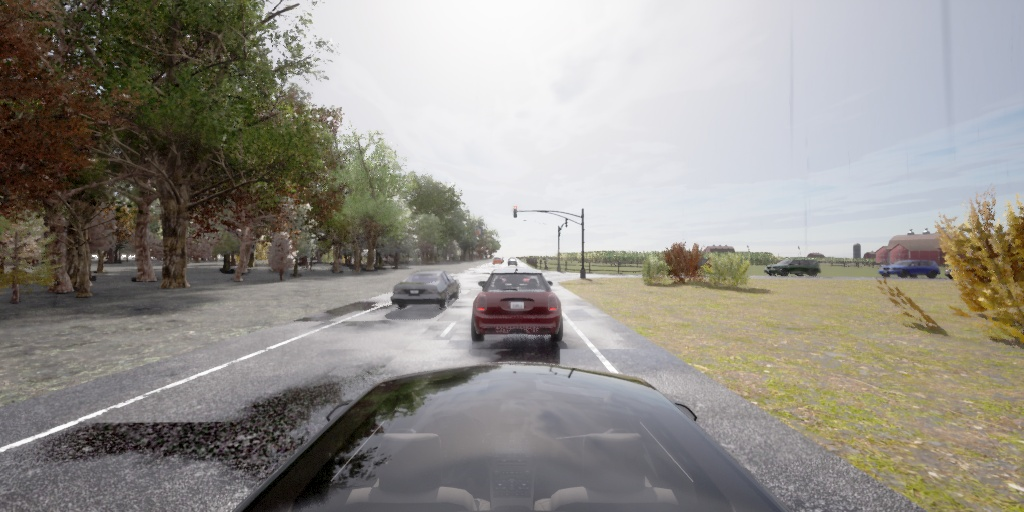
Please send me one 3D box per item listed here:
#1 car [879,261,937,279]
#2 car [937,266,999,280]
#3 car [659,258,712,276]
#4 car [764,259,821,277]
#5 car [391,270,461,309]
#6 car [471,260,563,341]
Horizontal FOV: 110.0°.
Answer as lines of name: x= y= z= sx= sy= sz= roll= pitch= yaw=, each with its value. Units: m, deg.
car: x=45.638 y=1.528 z=41.218 sx=5.566 sy=2.045 sz=2.150 roll=1 pitch=-1 yaw=-1
car: x=48.554 y=1.768 z=37.572 sx=4.902 sy=1.511 sz=2.128 roll=1 pitch=-1 yaw=1
car: x=19.962 y=1.247 z=41.378 sx=5.566 sy=2.045 sz=2.150 roll=1 pitch=-1 yaw=0
car: x=32.288 y=1.383 z=41.307 sx=5.566 sy=2.045 sz=2.150 roll=1 pitch=-1 yaw=0
car: x=-3.383 y=1.300 z=14.968 sx=2.033 sy=1.411 sz=5.357 roll=0 pitch=0 yaw=0
car: x=0.106 y=1.104 z=9.987 sx=2.097 sy=1.767 sz=4.553 roll=0 pitch=0 yaw=0
